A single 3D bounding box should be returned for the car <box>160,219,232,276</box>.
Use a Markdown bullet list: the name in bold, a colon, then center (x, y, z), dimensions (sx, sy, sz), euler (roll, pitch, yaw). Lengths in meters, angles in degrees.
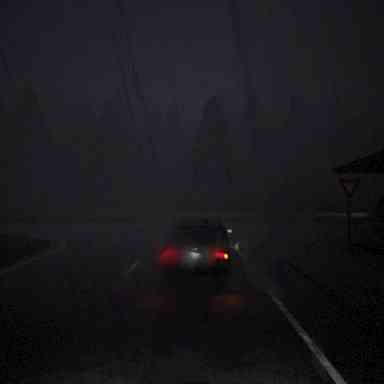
- **car**: center (0.257, 1.532, 10.242), dimensions (2.033, 1.411, 5.357), euler (0, 0, 4)
